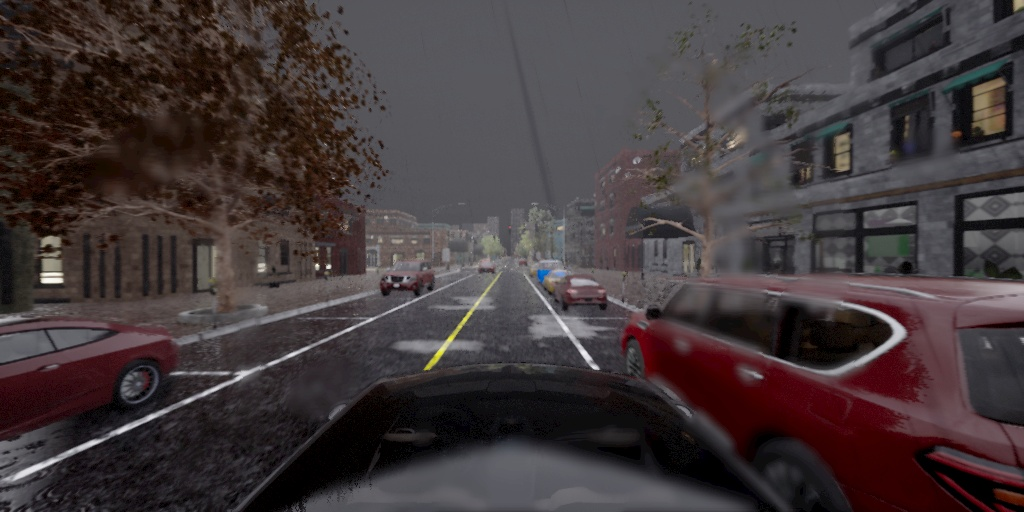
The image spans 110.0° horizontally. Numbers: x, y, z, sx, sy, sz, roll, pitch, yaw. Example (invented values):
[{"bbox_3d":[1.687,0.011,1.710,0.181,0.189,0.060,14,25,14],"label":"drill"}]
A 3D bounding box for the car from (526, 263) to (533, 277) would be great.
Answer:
[{"bbox_3d":[2.691,1.427,37.019,1.751,1.417,4.829,0,0,0],"label":"car"}]

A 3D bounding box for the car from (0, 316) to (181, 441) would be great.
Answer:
[{"bbox_3d":[-5.687,1.340,3.556,1.802,1.307,4.207,0,0,0],"label":"car"}]

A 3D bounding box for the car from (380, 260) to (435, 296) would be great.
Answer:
[{"bbox_3d":[-5.689,1.145,20.201,2.192,1.841,5.009,0,0,0],"label":"car"}]

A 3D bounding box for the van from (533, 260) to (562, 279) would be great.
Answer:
[{"bbox_3d":[2.691,1.195,25.752,1.690,1.789,3.998,0,0,0],"label":"van"}]

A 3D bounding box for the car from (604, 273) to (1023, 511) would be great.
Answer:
[{"bbox_3d":[2.694,1.073,3.560,2.192,1.841,5.009,0,0,0],"label":"car"}]

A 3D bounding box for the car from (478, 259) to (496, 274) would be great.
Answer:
[{"bbox_3d":[-3.053,1.412,44.478,1.882,1.535,5.008,0,0,1],"label":"car"}]

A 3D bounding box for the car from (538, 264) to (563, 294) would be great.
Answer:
[{"bbox_3d":[2.692,1.356,20.374,1.751,1.417,4.829,0,0,0],"label":"car"}]

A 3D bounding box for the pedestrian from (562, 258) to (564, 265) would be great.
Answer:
[{"bbox_3d":[7.130,1.094,50.332,0.375,1.860,0.375,-1,0,0],"label":"pedestrian"}]

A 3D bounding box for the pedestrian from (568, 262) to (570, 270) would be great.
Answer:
[{"bbox_3d":[8.130,1.363,50.934,0.375,1.300,0.375,-1,0,0],"label":"pedestrian"}]

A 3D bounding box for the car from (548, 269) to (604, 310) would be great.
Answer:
[{"bbox_3d":[2.693,1.388,14.656,1.802,1.307,4.207,0,0,0],"label":"car"}]
